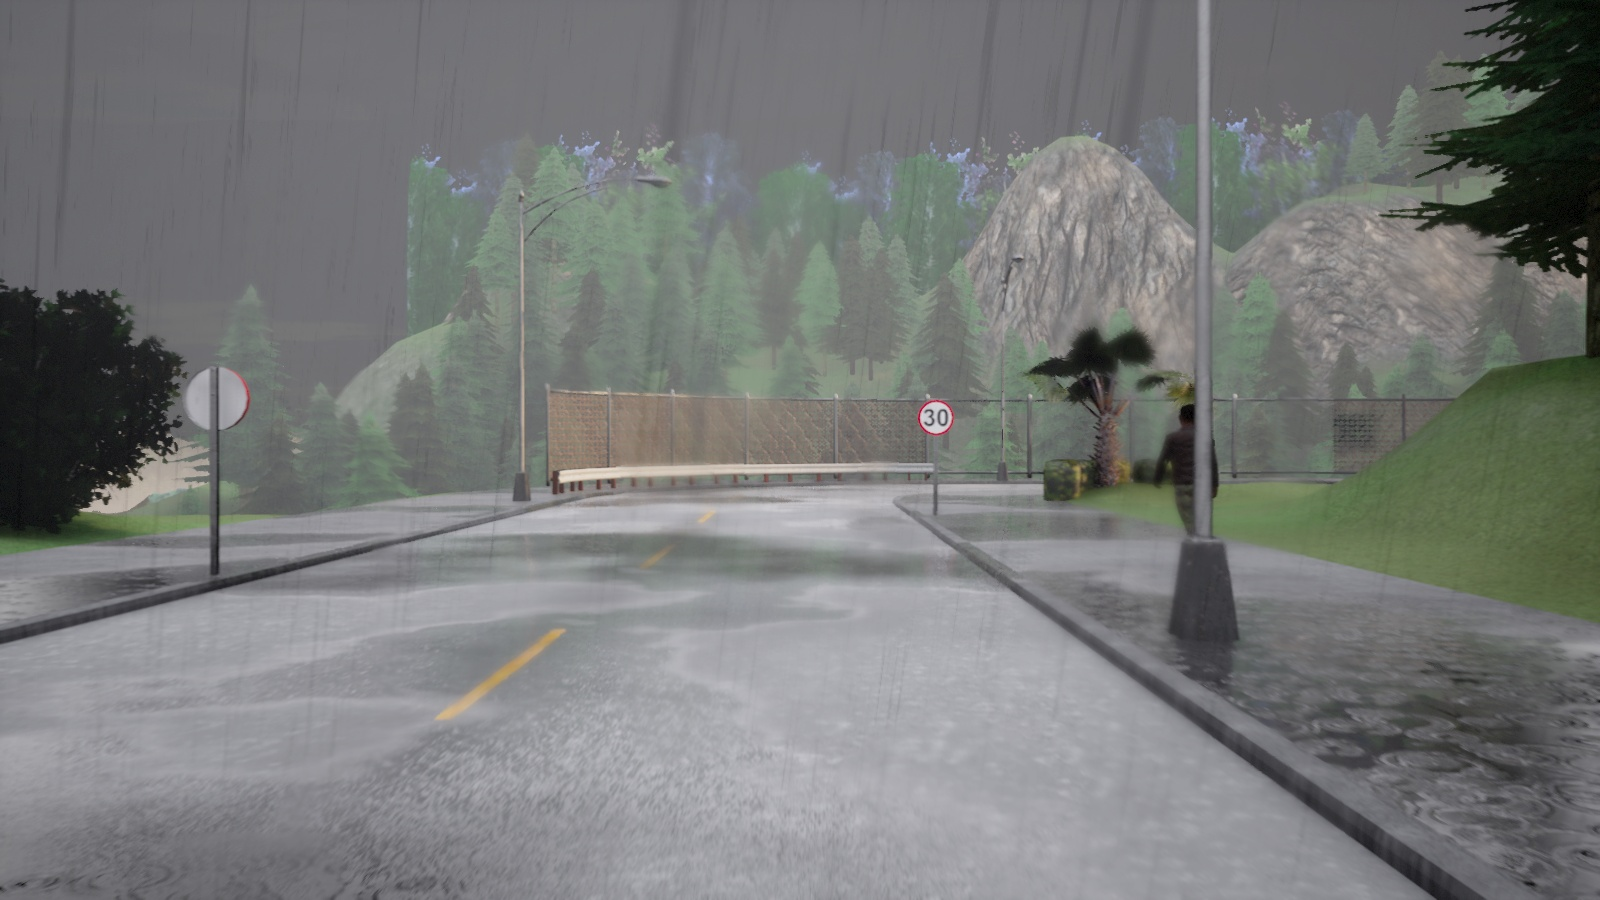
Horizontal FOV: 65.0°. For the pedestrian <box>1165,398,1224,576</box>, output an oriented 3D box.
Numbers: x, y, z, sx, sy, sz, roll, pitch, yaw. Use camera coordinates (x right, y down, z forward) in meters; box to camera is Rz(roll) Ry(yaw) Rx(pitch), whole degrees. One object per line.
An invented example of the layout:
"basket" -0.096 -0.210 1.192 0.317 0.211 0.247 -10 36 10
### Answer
"pedestrian" 4.185 0.381 13.354 0.431 1.840 0.703 0 0 2
